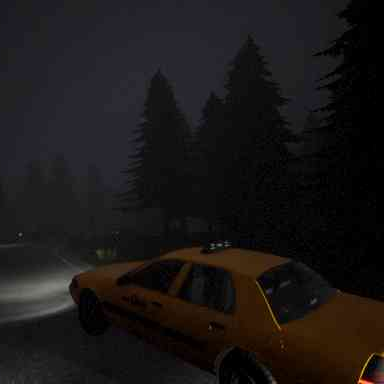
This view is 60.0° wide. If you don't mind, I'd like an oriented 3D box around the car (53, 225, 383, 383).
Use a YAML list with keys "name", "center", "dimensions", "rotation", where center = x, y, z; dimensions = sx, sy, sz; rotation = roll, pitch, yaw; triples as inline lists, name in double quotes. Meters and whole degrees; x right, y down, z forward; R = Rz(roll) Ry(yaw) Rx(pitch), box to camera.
- name: "car"
  center: [0.139, 1.441, 4.738]
  dimensions: [5.366, 1.575, 1.801]
  rotation: [0, 1, 43]

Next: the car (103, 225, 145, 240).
- name: "car"
  center: [-7.437, 4.510, 36.956]
  dimensions: [2.033, 1.411, 5.357]
  rotation: [-4, -8, 20]

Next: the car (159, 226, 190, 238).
- name: "car"
  center: [-2.318, 5.543, 46.264]
  dimensions: [1.882, 1.535, 5.008]
  rotation: [-5, -8, 30]

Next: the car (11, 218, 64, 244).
- name: "car"
  center: [-12.748, 3.223, 28.110]
  dimensions: [2.150, 2.045, 5.566]
  rotation: [-4, -7, 7]
